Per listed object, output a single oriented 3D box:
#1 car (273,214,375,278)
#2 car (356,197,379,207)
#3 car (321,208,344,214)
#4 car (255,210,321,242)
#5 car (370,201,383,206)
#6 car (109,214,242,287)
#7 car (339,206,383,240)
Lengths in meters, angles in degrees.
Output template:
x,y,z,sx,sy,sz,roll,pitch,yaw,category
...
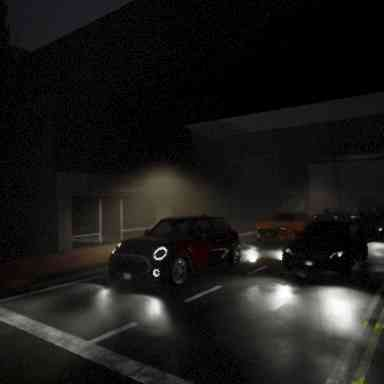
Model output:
x,y,z,sx,sy,sz,roll,pitch,yaw,category
4.518,1.663,10.895,1.812,1.442,4.674,-2,-1,36,car
21.050,1.623,39.595,2.150,2.045,5.566,-2,-1,36,car
10.843,1.911,25.614,1.895,1.301,4.718,-2,-1,36,car
5.032,1.727,17.583,1.882,1.535,5.008,-2,-1,36,car
15.997,1.735,26.765,1.882,1.535,5.008,-2,-1,36,car
-0.318,1.545,10.184,2.097,1.767,4.553,-2,-1,36,car
10.134,1.744,18.659,2.033,1.411,5.357,-2,-1,36,car
